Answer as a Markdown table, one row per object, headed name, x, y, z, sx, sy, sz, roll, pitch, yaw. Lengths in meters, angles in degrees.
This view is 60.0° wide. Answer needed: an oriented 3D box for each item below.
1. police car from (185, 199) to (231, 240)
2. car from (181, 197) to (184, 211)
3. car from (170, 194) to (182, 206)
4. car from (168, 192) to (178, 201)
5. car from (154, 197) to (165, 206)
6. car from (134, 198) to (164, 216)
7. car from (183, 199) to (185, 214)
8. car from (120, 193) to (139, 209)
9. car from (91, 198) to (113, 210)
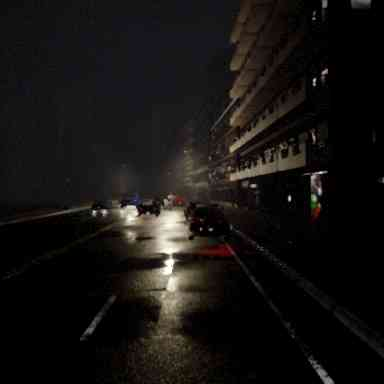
| name | x | y | z | sx | sy | sz | roll | pitch | yaw |
| --- | --- | --- | --- | --- | --- | --- | --- | --- | --- |
| police car | 0.744 | 1.392 | 16.864 | 1.930 | 1.638 | 5.238 | 0 | 0 | -2 |
| car | 0.130 | 1.464 | 32.883 | 1.812 | 1.442 | 4.674 | 0 | 0 | -3 |
| car | -1.992 | 1.437 | 51.192 | 1.812 | 1.442 | 4.674 | 0 | 0 | -5 |
| car | -4.079 | 0.991 | 73.373 | 2.150 | 2.045 | 5.566 | 0 | 0 | -6 |
| car | -5.263 | 1.437 | 51.981 | 1.812 | 1.442 | 4.674 | 0 | 0 | -4 |
| car | -3.930 | 1.543 | 31.185 | 1.895 | 1.301 | 4.718 | 0 | 0 | -3 |
| car | 0.406 | 1.475 | 26.836 | 1.812 | 1.442 | 4.674 | 0 | 0 | -2 |
| car | -8.117 | 1.147 | 44.011 | 2.150 | 2.045 | 5.566 | 0 | 0 | -4 |
| car | -11.241 | 1.475 | 41.998 | 2.033 | 1.411 | 5.357 | 0 | 0 | -4 |
